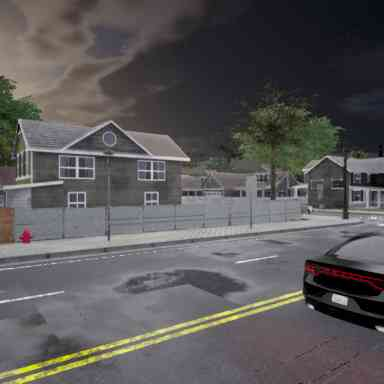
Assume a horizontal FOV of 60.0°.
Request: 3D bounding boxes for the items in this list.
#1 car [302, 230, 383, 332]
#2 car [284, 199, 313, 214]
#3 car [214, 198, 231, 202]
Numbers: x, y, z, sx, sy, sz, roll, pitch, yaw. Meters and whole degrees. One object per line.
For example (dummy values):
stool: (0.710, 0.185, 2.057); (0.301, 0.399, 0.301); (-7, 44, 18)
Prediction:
car: (4.257, 1.477, 6.478); (5.008, 1.535, 1.882); (0, 0, -35)
car: (10.287, 1.521, 34.744); (2.128, 1.511, 4.902); (0, 0, -35)
car: (4.215, 1.525, 43.321); (1.882, 1.535, 5.008); (0, 0, -35)
